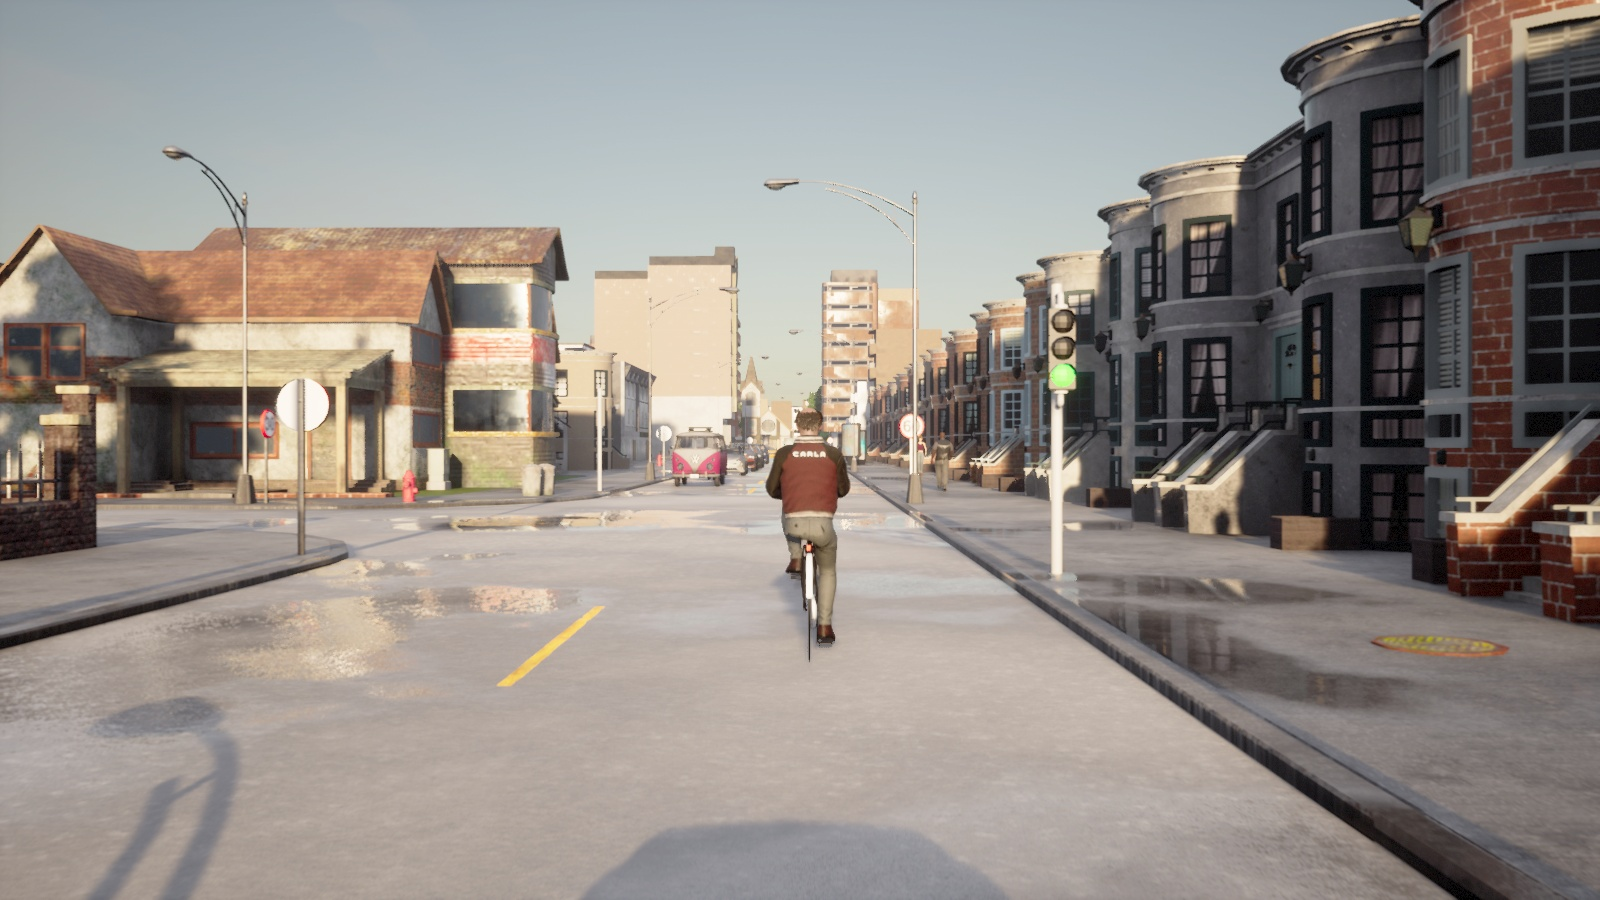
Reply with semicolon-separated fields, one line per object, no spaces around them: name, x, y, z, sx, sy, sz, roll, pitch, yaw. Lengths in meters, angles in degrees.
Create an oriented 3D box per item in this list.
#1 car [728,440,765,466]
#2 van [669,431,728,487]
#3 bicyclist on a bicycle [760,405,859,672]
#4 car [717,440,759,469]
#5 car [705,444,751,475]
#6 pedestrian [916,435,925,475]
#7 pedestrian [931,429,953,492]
car;-3.450;0.202;81.699;2.152;1.651;5.027;0;0;1
van;-3.691;0.314;46.456;1.775;1.987;4.442;0;0;1
bicyclist on a bicycle;0.068;0.581;9.265;0.659;1.776;1.843;0;0;0
car;-3.518;0.240;72.095;2.152;1.651;5.027;0;0;0
car;-3.582;0.445;62.784;2.007;1.525;4.514;0;0;0
pedestrian;5.503;0.235;57.345;0.345;1.836;0.594;0;0;3
pedestrian;4.303;0.311;38.063;0.563;1.883;0.849;0;0;1
